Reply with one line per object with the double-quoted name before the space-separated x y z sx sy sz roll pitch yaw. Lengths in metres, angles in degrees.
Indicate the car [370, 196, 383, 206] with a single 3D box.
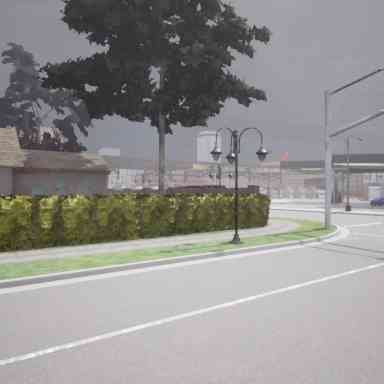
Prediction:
"car" 28.512 1.295 48.482 2.242 1.667 4.611 0 0 -35
